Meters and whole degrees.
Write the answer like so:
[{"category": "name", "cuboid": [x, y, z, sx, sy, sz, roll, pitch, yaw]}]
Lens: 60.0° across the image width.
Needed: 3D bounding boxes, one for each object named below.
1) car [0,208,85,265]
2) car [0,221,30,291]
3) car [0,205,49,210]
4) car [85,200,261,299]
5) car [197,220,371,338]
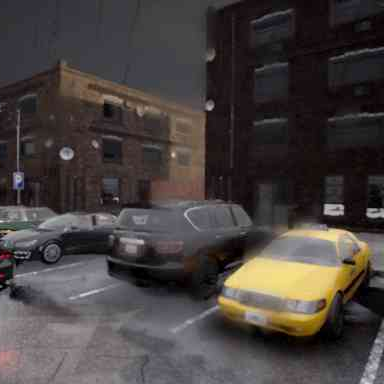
[{"category": "car", "cuboid": [-4.150, 1.457, 11.916, 2.231, 1.521, 4.892, 0, 0, 35]}, {"category": "car", "cuboid": [-5.966, 1.483, 7.628, 4.892, 1.490, 1.837, 0, 0, 35]}, {"category": "car", "cuboid": [-6.421, 1.320, 13.488, 2.185, 1.767, 4.553, 0, 0, 35]}, {"category": "car", "cuboid": [0.353, 1.218, 8.734, 2.435, 2.045, 5.566, 0, 0, 35]}, {"category": "car", "cuboid": [2.475, 1.472, 6.960, 1.946, 1.575, 5.366, 0, 0, 35]}]
